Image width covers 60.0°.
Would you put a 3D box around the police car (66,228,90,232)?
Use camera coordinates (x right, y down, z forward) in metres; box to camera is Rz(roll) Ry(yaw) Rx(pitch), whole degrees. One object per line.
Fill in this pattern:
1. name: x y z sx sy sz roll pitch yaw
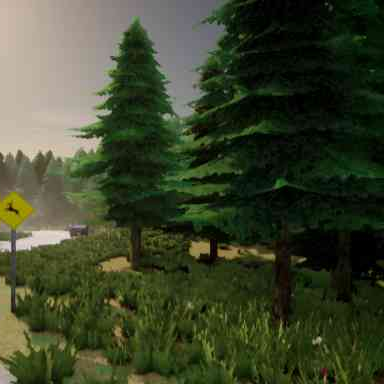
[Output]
1. police car: -12.973 4.493 38.927 1.930 1.638 5.238 0 -4 -12
